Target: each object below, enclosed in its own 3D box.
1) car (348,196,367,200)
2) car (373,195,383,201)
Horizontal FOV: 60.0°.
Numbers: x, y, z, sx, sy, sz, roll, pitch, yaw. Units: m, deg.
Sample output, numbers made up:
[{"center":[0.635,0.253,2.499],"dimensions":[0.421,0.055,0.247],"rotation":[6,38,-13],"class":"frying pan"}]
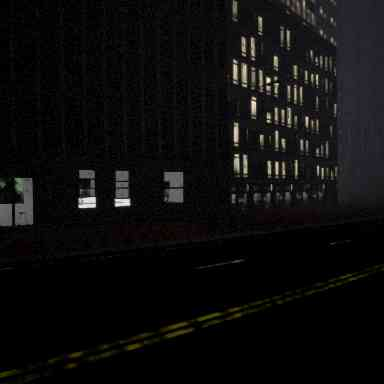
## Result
[{"center":[40.270,1.390,81.039],"dimensions":[1.802,1.307,4.206],"rotation":[-1,1,-45],"class":"car"},{"center":[44.252,1.409,76.981],"dimensions":[1.947,1.339,4.313],"rotation":[-1,1,-45],"class":"car"}]
